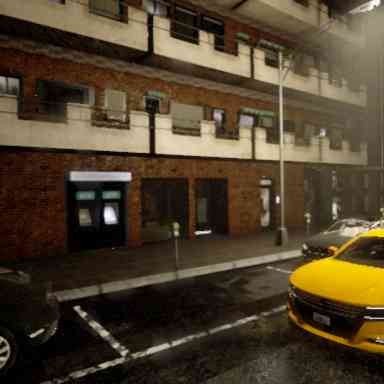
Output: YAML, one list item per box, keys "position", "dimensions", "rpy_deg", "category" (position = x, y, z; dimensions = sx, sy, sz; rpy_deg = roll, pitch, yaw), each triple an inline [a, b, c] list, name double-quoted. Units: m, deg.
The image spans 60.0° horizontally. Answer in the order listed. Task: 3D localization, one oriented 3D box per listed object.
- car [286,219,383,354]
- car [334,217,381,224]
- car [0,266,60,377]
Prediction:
- position: [3.789, 1.441, 5.982]
  dimensions: [5.008, 1.535, 1.882]
  rpy_deg: [0, 0, -36]
  category: "car"
- position: [5.219, 1.494, 10.339]
  dimensions: [4.403, 1.369, 2.008]
  rpy_deg: [0, -1, -36]
  category: "car"
- position: [-3.873, 1.564, 3.793]
  dimensions: [4.403, 1.369, 2.008]
  rpy_deg: [0, -1, -36]
  category: "car"
